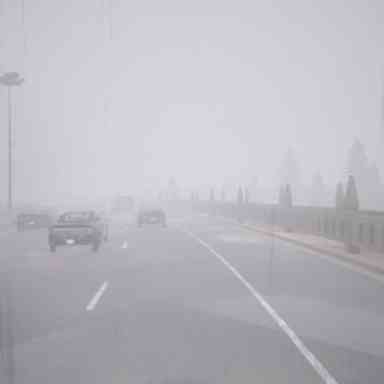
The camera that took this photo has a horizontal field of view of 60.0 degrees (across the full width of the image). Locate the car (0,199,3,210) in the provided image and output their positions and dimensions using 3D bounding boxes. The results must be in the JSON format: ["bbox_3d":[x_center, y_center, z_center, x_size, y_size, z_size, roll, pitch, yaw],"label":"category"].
[{"bbox_3d":[-30.458,1.730,51.094,2.150,2.045,5.566,0,0,-34],"label":"car"}]

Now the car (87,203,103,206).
[{"bbox_3d":[-10.790,1.872,36.729,1.895,1.301,4.718,0,0,-21],"label":"car"}]

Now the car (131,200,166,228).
[{"bbox_3d":[-3.091,1.626,23.843,1.882,1.535,5.008,0,0,-14],"label":"car"}]

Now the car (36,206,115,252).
[{"bbox_3d":[-4.754,1.589,14.396,2.128,1.511,4.902,0,0,-9],"label":"car"}]

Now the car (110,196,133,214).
[{"bbox_3d":[-8.338,1.495,39.897,2.150,2.045,5.566,0,0,-23],"label":"car"}]

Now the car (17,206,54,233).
[{"bbox_3d":[-9.629,1.642,21.280,1.882,1.535,5.008,0,0,-12],"label":"car"}]
